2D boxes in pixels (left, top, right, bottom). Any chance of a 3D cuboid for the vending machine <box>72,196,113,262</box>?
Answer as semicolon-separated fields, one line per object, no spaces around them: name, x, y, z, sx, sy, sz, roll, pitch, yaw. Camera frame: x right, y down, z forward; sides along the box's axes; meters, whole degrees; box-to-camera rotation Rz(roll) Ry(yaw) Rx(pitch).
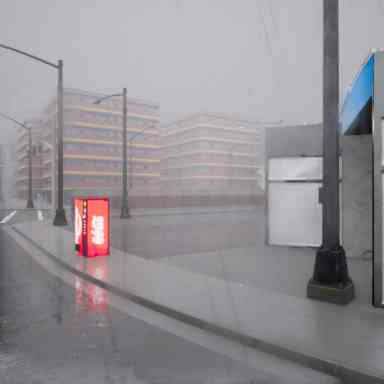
vending machine;-3.388;1.195;11.293;1.100;2.100;0.880;0;0;-36
